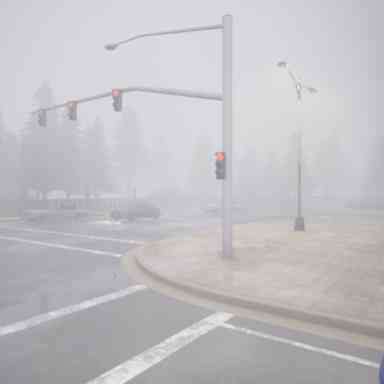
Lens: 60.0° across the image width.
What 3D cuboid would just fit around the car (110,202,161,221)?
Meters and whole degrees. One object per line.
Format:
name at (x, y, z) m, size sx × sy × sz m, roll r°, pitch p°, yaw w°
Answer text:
car at (-4.408, 1.520, 26.377) m, size 1.994 × 1.385 × 4.181 m, roll 0°, pitch 0°, yaw 39°

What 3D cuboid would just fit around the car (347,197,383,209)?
car at (22.265, 1.513, 42.948) m, size 4.181 × 1.385 × 1.994 m, roll 0°, pitch 0°, yaw -9°

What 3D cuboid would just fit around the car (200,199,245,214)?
car at (3.126, 1.556, 34.490) m, size 4.718 × 1.301 × 1.895 m, roll 0°, pitch 0°, yaw -38°

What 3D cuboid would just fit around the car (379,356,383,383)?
car at (3.613, 1.476, 1.391) m, size 5.008 × 1.535 × 1.882 m, roll 0°, pitch 0°, yaw 36°

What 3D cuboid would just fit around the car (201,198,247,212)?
car at (3.846, 1.504, 39.378) m, size 5.357 × 1.411 × 2.033 m, roll 0°, pitch 0°, yaw -34°

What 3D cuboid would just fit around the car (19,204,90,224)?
car at (-10.138, 1.559, 24.771) m, size 1.895 × 1.301 × 4.718 m, roll 0°, pitch 0°, yaw 38°

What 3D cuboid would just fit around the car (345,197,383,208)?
car at (24.406, 1.463, 46.838) m, size 4.892 × 1.490 × 1.837 m, roll 0°, pitch 0°, yaw -5°
